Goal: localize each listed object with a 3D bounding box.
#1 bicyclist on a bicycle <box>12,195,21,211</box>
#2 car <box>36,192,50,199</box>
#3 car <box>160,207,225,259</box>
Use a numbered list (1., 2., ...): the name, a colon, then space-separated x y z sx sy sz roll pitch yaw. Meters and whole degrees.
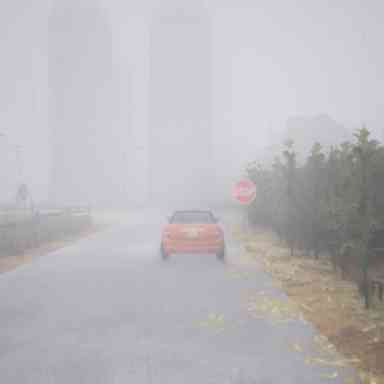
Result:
1. bicyclist on a bicycle: -18.177 1.177 34.518 0.582 1.620 1.656 0 1 0
2. car: -37.244 0.975 83.656 3.866 1.878 1.905 0 0 0
3. car: 0.038 1.324 12.599 2.097 1.767 4.553 0 0 1
